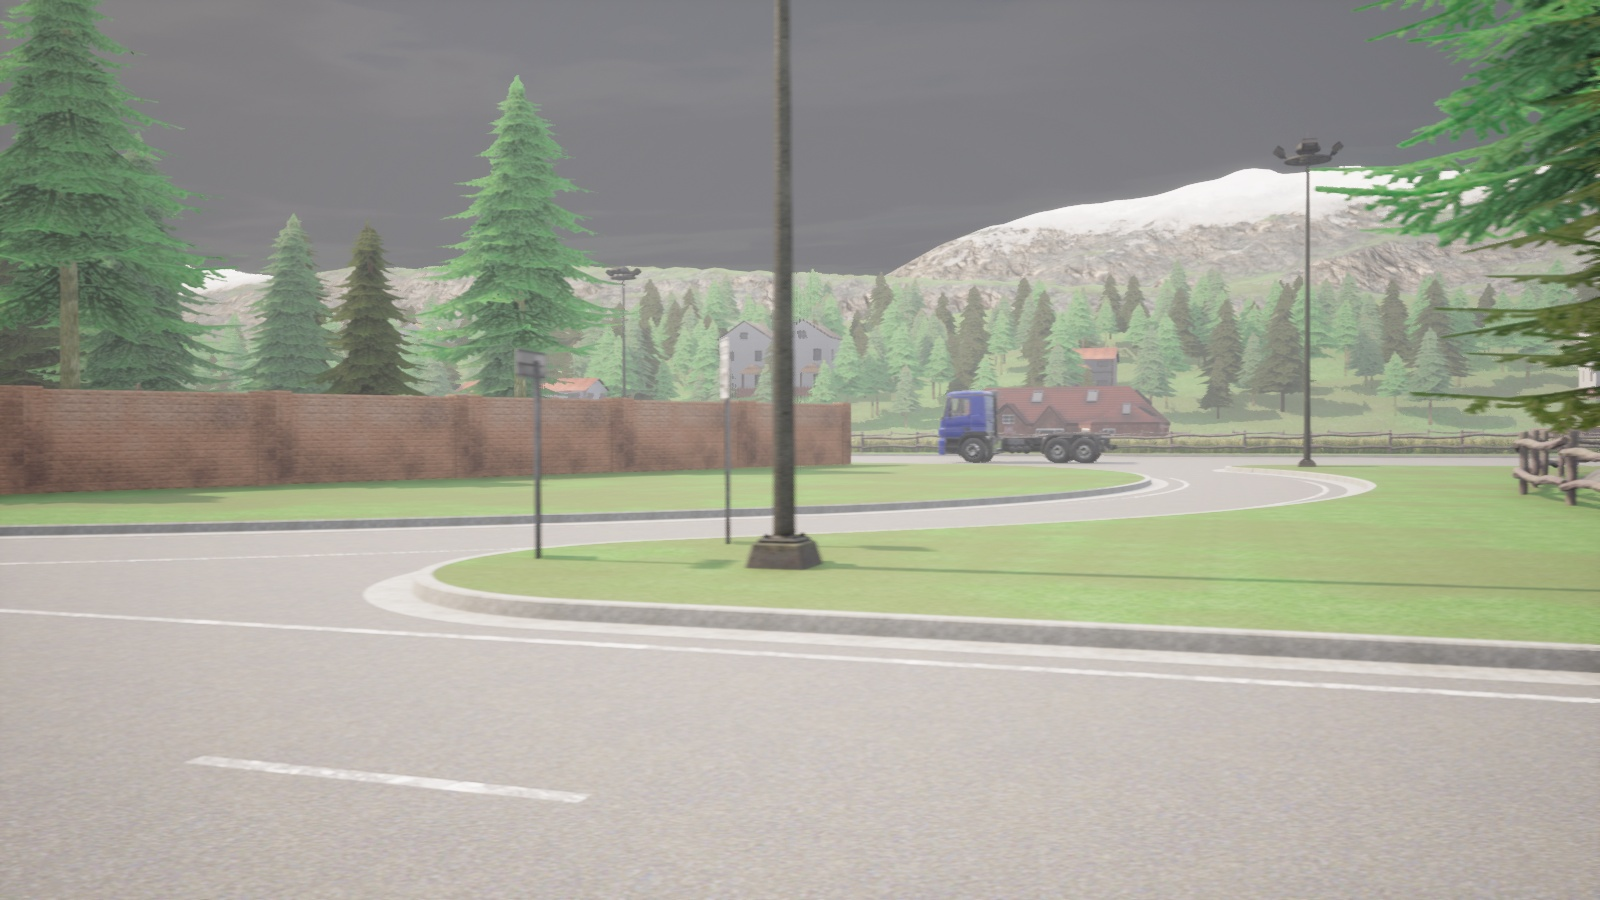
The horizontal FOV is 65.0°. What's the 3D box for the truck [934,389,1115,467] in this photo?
[{"bbox_3d":[10.446,-1.051,58.374,7.936,3.462,2.891,1,1,19],"label":"truck"}]
